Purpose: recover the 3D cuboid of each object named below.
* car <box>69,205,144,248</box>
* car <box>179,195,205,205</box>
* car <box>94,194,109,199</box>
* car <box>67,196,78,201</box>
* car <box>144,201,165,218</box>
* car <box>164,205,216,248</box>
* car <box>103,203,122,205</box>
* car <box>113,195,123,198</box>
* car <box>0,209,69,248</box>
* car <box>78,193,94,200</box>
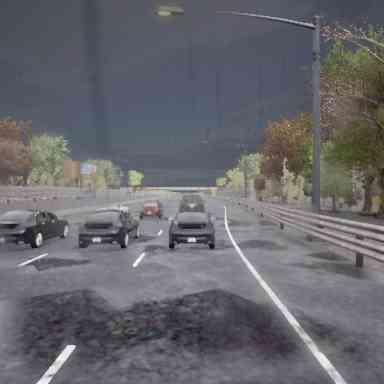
[{"bbox_3d":[-3.500,1.516,14.651,1.837,1.490,4.892,0,0,0],"label":"car"},{"bbox_3d":[0.000,1.267,29.682,2.150,2.045,5.566,0,0,0],"label":"car"},{"bbox_3d":[-21.000,1.414,78.899,2.097,1.767,4.553,0,0,0],"label":"car"},{"bbox_3d":[-28.000,1.583,78.868,2.128,1.511,4.902,0,0,0],"label":"car"},{"bbox_3d":[-3.500,1.542,29.651,1.812,1.442,4.674,0,0,0],"label":"car"},{"bbox_3d":[0.000,1.516,14.651,1.837,1.490,4.892,0,0,0],"label":"car"},{"bbox_3d":[-7.000,1.625,29.681,1.895,1.301,4.718,0,0,0],"label":"car"},{"bbox_3d":[-17.500,1.414,78.899,2.097,1.767,4.553,0,0,0],"label":"car"},{"bbox_3d":[-7.000,1.516,14.651,1.837,1.490,4.892,0,0,0],"label":"car"},{"bbox_3d":[-24.500,1.283,78.839,2.150,2.045,5.566,0,0,0],"label":"car"}]
